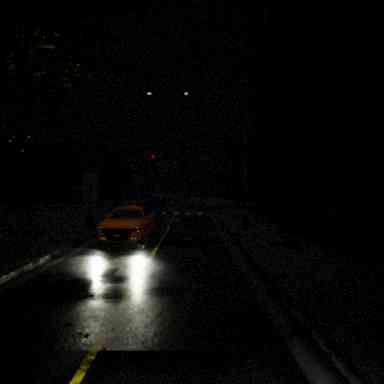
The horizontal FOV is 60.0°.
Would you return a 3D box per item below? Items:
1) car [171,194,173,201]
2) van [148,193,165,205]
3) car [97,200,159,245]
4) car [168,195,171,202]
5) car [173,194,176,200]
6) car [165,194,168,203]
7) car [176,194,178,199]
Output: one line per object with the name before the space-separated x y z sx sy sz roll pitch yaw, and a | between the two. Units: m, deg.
car | -5.441 1.353 67.872 1.887 1.381 4.507 2 0 0
van | -5.387 1.041 48.987 1.690 1.788 3.998 2 0 0
car | -2.829 1.370 15.132 1.882 1.535 5.008 0 1 0
car | -5.407 1.059 57.293 2.192 1.841 5.009 2 0 0
car | -5.469 1.470 78.452 1.802 1.307 4.206 2 0 0
car | -5.402 1.268 52.307 2.008 1.369 4.403 2 0 0
car | -5.495 1.528 89.033 1.887 1.381 4.507 1 -1 0
